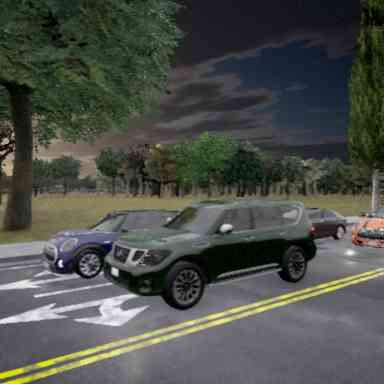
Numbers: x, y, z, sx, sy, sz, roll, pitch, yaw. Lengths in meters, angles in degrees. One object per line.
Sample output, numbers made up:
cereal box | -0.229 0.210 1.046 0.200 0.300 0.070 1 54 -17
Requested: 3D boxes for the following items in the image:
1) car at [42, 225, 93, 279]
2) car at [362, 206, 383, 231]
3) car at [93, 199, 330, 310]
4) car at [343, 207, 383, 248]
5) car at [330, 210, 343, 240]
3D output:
car | -2.050 1.349 10.175 4.553 1.767 2.097 0 0 -35
car | 12.820 1.593 20.771 4.718 1.301 1.895 0 0 -35
car | 0.737 1.219 8.166 5.566 2.045 2.150 0 0 -35
car | 8.617 1.346 13.778 4.553 1.767 2.097 0 0 -35
car | 5.243 1.498 15.371 4.892 1.490 1.837 0 0 -35
